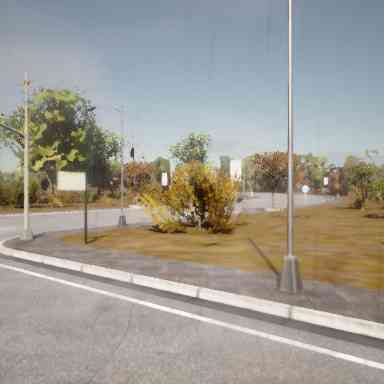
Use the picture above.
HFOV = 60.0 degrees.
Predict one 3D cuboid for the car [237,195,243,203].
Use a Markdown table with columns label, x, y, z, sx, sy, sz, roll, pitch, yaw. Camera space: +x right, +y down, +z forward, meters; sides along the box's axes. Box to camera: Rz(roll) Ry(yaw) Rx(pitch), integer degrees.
| label | x | y | z | sx | sy | sz | roll | pitch | yaw |
| --- | --- | --- | --- | --- | --- | --- | --- | --- | --- |
| car | 7.399 | 1.278 | 57.835 | 1.837 | 1.490 | 4.892 | 0 | 1 | 37 |
